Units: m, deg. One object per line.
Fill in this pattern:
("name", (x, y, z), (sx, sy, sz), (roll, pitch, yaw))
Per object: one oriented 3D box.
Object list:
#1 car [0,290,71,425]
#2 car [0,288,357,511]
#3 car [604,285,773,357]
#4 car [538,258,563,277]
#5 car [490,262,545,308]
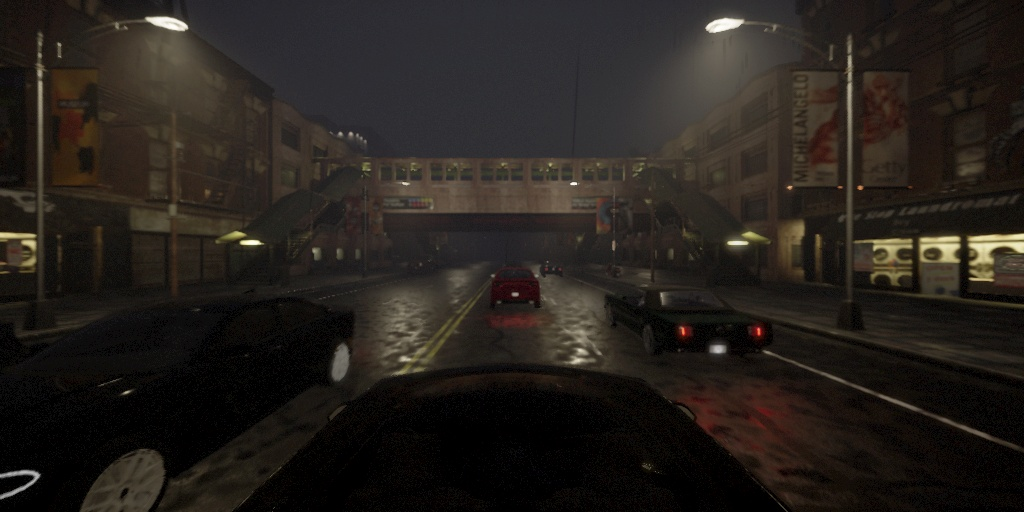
("car", (-7.094, 1.232, 2.448), (2.128, 1.511, 4.902), (0, 0, 0))
("car", (-3.587, 1.218, 4.101), (1.882, 1.535, 5.008), (0, 0, 0))
("car", (3.609, 1.336, 8.484), (1.895, 1.301, 4.718), (0, 0, 0))
("car", (3.657, 1.214, 34.141), (2.033, 1.411, 5.357), (0, 0, 0))
("car", (0.113, 1.192, 15.095), (1.882, 1.535, 5.008), (0, 0, 0))
